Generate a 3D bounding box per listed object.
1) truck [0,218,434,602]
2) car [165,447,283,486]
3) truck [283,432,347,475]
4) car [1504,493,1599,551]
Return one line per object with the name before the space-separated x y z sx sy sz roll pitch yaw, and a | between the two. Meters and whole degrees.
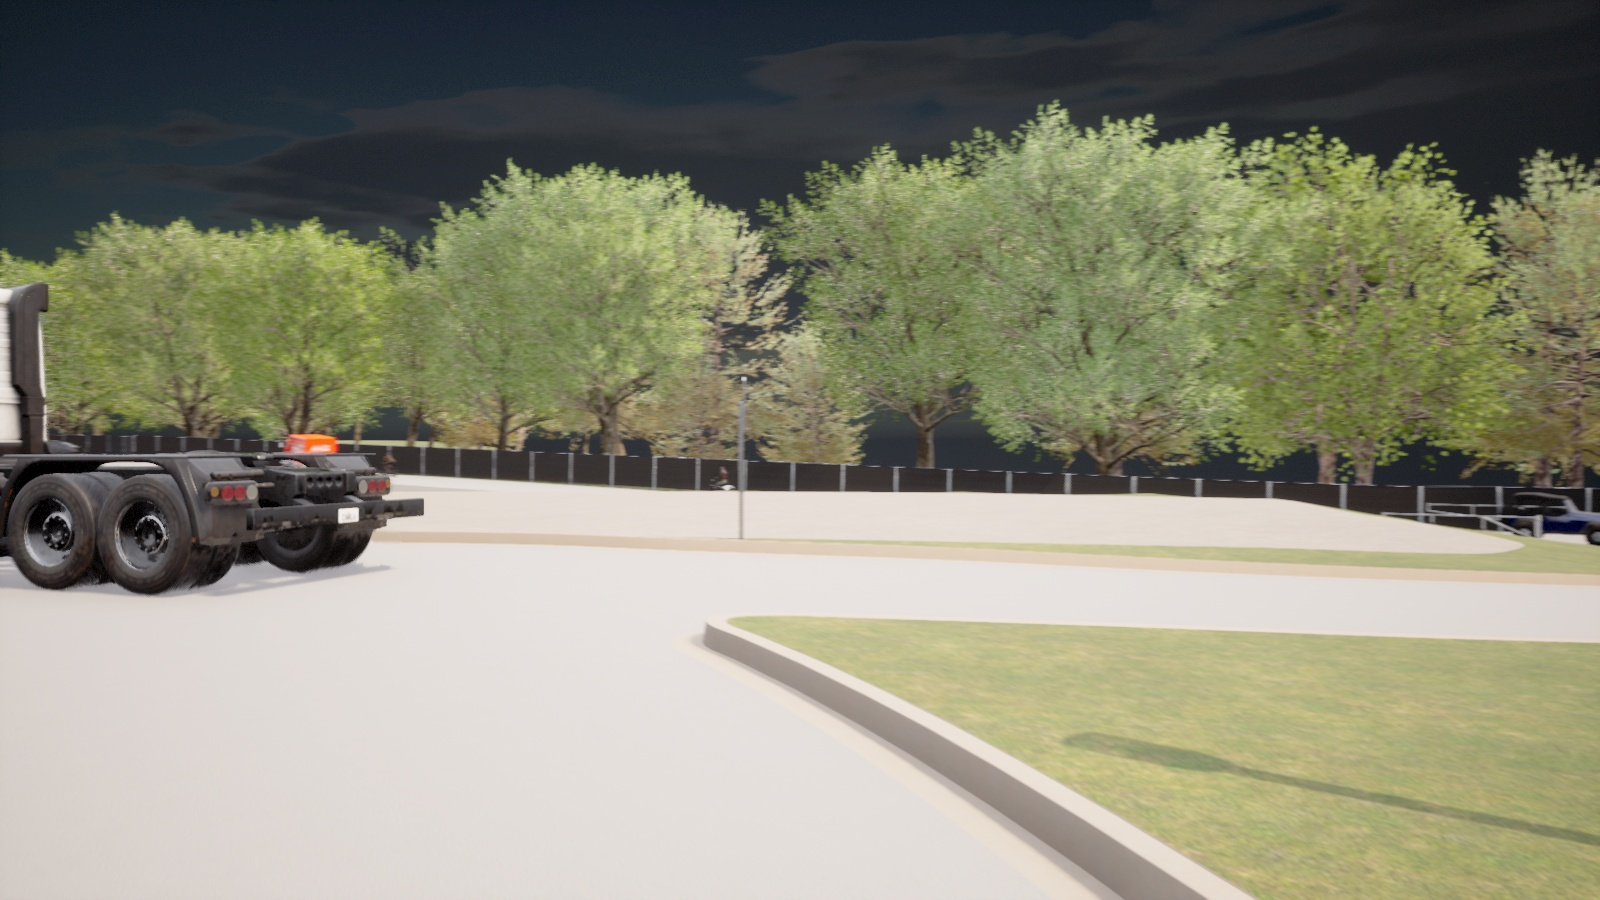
truck | -8.325 -0.374 13.957 7.936 3.462 2.891 0 0 18
car | -24.512 0.719 53.681 2.128 1.511 4.902 2 -1 10
truck | -33.233 0.195 85.994 2.627 2.467 5.204 -1 5 -39
car | 28.152 2.604 45.954 3.866 1.878 1.905 1 1 38
